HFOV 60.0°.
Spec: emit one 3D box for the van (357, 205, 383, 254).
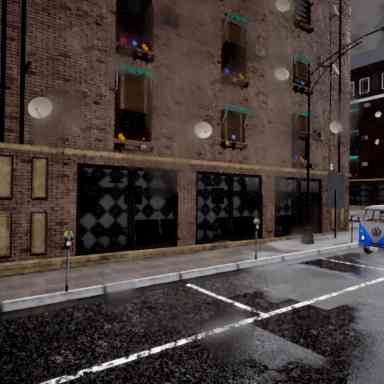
[{"bbox_3d":[7.671,1.345,12.104,3.998,1.788,1.690,0,1,-35],"label":"van"}]
